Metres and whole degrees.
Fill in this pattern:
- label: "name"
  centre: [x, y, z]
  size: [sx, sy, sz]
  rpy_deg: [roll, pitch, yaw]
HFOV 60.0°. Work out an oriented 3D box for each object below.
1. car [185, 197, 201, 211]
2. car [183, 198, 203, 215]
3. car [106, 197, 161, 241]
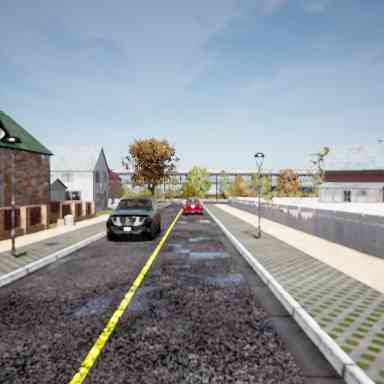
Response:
- label: "car"
  centre: [0.093, 1.536, 44.968]
  size: [2.097, 1.767, 4.553]
  rpy_deg: [0, 0, 0]
- label: "car"
  centre: [0.092, 1.488, 35.208]
  size: [2.097, 1.767, 4.553]
  rpy_deg: [0, 0, 0]
- label: "car"
  centre: [-2.852, 1.285, 17.412]
  size: [2.150, 2.045, 5.566]
  rpy_deg: [0, 0, 0]
